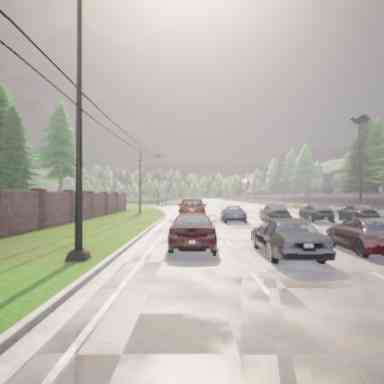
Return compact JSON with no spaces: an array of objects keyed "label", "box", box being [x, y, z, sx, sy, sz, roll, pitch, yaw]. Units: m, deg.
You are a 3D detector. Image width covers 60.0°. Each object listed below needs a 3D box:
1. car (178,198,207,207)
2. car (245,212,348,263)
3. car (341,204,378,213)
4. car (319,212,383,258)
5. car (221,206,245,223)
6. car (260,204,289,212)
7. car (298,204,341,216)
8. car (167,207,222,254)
[{"label":"car","box":[0.021,1.532,27.544,2.150,2.045,5.566,0,0,0]},{"label":"car","box":[3.514,1.688,12.490,2.033,1.411,5.357,0,-1,0]},{"label":"car","box":[14.033,1.824,28.469,1.837,1.490,4.892,0,0,1]},{"label":"car","box":[7.024,1.715,13.450,1.994,1.385,4.181,0,-1,1]},{"label":"car","box":[3.531,1.883,28.569,1.994,1.385,4.181,0,-1,1]},{"label":"car","box":[7.033,1.824,28.485,1.837,1.490,4.892,0,0,1]},{"label":"car","box":[10.533,1.824,28.472,1.837,1.490,4.892,0,0,1]},{"label":"car","box":[0.035,1.636,14.217,1.882,1.535,5.008,0,0,1]}]
